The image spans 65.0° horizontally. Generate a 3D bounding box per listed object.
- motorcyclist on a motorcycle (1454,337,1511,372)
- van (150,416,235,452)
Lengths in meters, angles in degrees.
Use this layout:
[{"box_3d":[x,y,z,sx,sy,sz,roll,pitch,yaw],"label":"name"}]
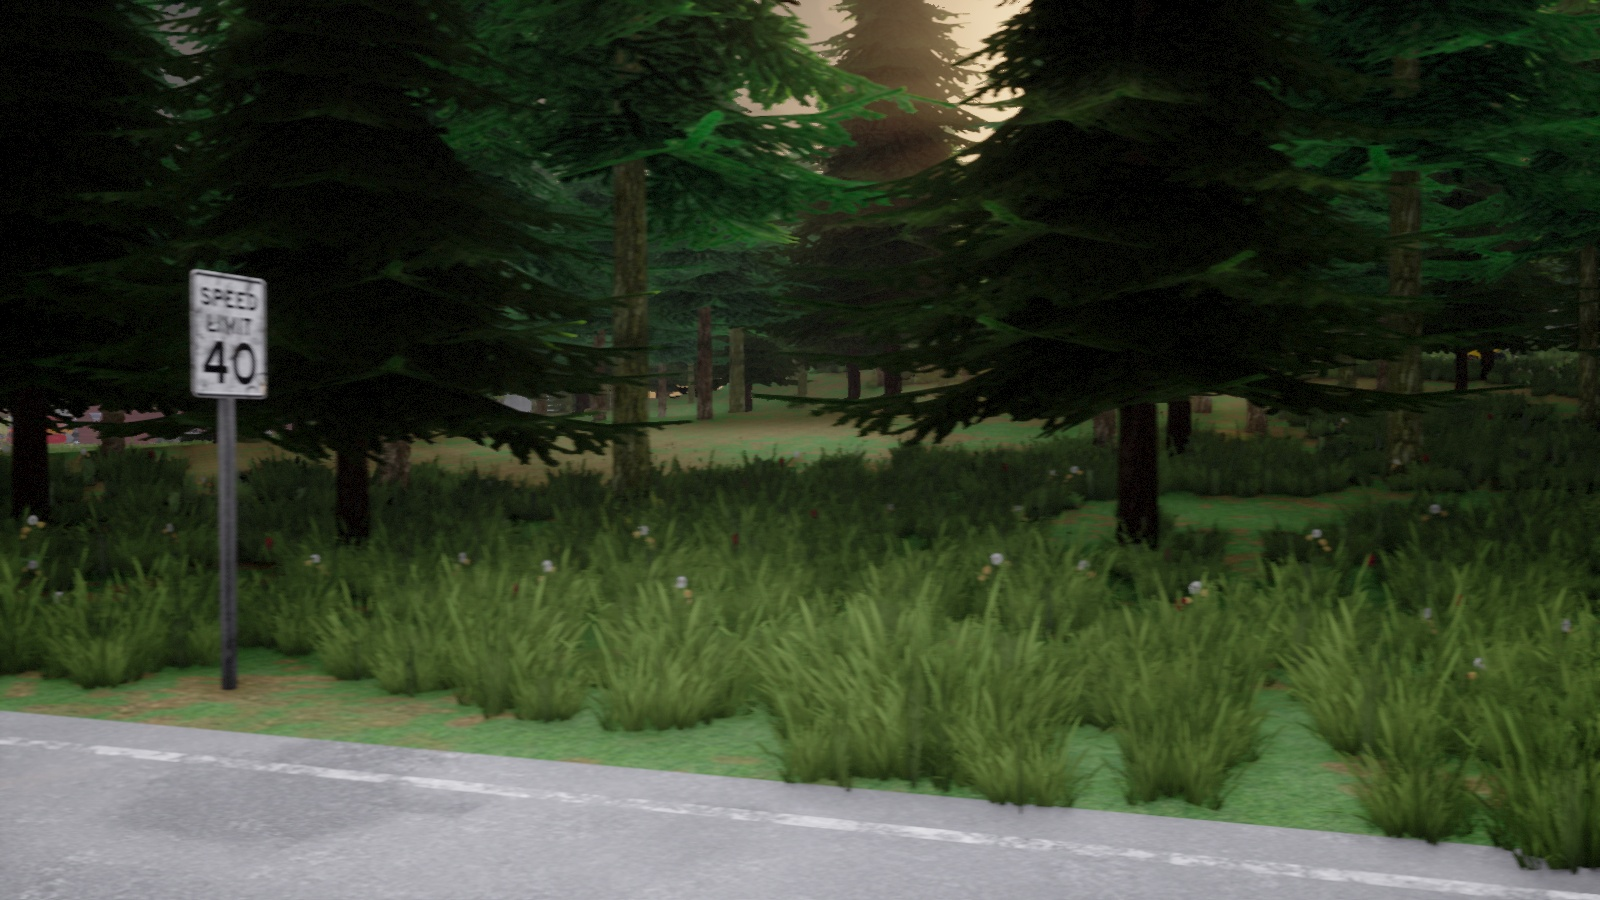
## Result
[{"box_3d":[31.589,-4.421,58.138,0.797,1.523,2.044,-1,6,-37],"label":"motorcyclist on a motorcycle"},{"box_3d":[-36.826,-0.962,76.224,2.069,2.038,4.480,1,-1,19],"label":"van"}]
